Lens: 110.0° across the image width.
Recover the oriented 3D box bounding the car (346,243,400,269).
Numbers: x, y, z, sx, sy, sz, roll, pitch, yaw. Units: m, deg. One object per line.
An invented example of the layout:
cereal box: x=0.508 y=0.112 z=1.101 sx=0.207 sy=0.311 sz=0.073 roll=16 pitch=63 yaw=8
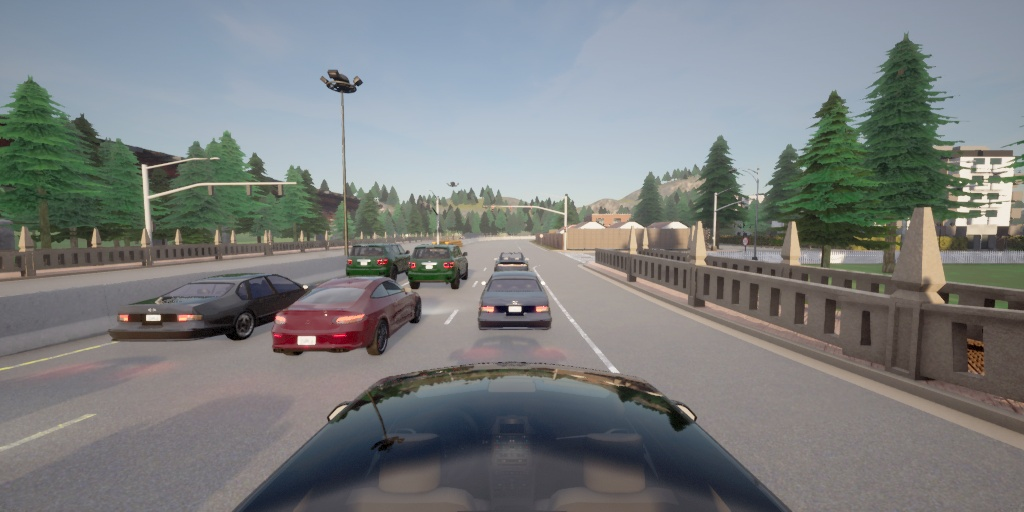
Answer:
car: x=-7.020 y=0.285 z=19.624 sx=2.150 sy=2.045 sz=5.566 roll=0 pitch=4 yaw=0

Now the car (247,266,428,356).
car: x=-3.440 y=1.172 z=8.262 sx=1.812 sy=1.442 sz=4.674 roll=0 pitch=2 yaw=-1

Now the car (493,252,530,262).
car: x=-0.023 y=0.529 z=20.115 sx=2.128 sy=1.511 sz=4.902 roll=0 pitch=3 yaw=0

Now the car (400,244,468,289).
car: x=-3.506 y=0.399 z=17.798 sx=2.150 sy=2.045 sz=5.566 roll=0 pitch=4 yaw=0

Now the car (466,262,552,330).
car: x=0.048 y=1.121 z=10.419 sx=2.033 sy=1.411 sz=5.357 roll=0 pitch=2 yaw=0

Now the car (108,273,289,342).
car: x=-6.946 y=1.156 z=9.436 sx=2.033 sy=1.411 sz=5.357 roll=0 pitch=2 yaw=0
